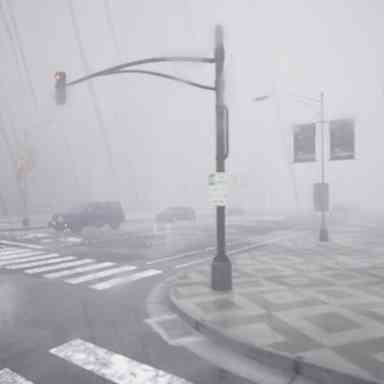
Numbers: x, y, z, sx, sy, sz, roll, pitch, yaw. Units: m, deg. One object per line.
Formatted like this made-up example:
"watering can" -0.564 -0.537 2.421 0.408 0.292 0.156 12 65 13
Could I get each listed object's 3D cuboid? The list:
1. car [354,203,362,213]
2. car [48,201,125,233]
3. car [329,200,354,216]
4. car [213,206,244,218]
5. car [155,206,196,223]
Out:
"car" 25.836 2.502 53.177 2.128 1.511 4.902 -1 -1 35
"car" -7.255 1.693 23.559 2.150 2.045 5.566 -1 -1 35
"car" 20.063 2.211 44.996 2.097 1.767 4.553 -1 -1 35
"car" 4.448 2.370 40.107 1.895 1.301 4.718 -1 -1 35
"car" -1.480 2.123 31.725 1.837 1.490 4.892 -1 -1 36
